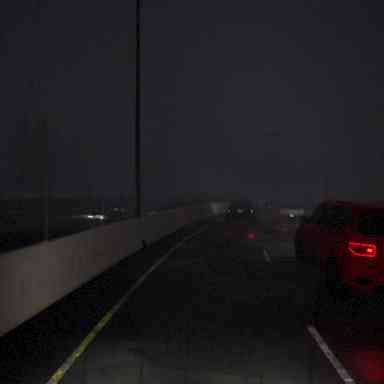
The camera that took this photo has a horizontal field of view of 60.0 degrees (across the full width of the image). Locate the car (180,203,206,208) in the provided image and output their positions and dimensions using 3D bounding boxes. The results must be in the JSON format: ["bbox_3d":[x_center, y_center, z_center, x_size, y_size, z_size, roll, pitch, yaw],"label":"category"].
[{"bbox_3d":[0.066,1.473,36.073,1.837,1.490,4.892,0,0,22],"label":"car"}]

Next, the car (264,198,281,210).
[{"bbox_3d":[10.238,1.497,41.318,1.837,1.490,4.892,0,0,26],"label":"car"}]

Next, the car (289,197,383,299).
[{"bbox_3d":[4.191,1.226,8.508,2.150,2.045,5.566,0,0,6],"label":"car"}]

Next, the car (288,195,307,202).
[{"bbox_3d":[22.490,1.344,70.845,1.837,1.490,4.892,0,0,44],"label":"car"}]

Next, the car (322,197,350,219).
[{"bbox_3d":[13.113,1.362,30.515,2.097,1.767,4.553,0,0,20],"label":"car"}]

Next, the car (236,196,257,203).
[{"bbox_3d":[11.433,1.503,69.025,2.033,1.411,5.357,0,0,38],"label":"car"}]

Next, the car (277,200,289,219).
[{"bbox_3d":[8.729,1.600,28.838,1.895,1.301,4.718,0,0,19],"label":"car"}]

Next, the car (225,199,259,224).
[{"bbox_3d":[3.815,1.342,24.655,2.097,1.767,4.553,0,0,15],"label":"car"}]
